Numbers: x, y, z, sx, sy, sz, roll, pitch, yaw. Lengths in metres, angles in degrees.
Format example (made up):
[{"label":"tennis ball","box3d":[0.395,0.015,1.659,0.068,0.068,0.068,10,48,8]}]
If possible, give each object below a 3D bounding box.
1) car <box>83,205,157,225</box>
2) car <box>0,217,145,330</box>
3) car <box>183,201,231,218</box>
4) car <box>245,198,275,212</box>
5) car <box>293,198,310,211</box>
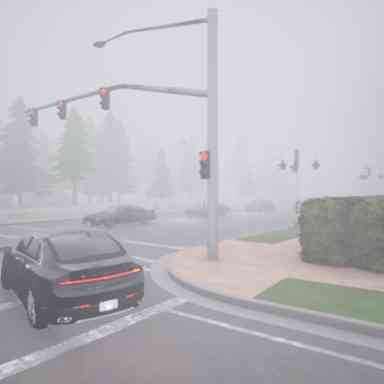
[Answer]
[{"label":"car","box3d":[-4.747,1.580,22.598,2.033,1.411,5.357,0,0,38]},{"label":"car","box3d":[-2.750,1.518,7.121,1.837,1.490,4.892,-1,1,-37]},{"label":"car","box3d":[1.531,1.577,30.516,2.033,1.411,5.357,0,0,38]},{"label":"car","box3d":[7.997,1.532,38.614,1.837,1.490,4.892,0,0,39]},{"label":"car","box3d":[13.873,1.497,40.155,1.882,1.535,5.008,0,0,38]}]
